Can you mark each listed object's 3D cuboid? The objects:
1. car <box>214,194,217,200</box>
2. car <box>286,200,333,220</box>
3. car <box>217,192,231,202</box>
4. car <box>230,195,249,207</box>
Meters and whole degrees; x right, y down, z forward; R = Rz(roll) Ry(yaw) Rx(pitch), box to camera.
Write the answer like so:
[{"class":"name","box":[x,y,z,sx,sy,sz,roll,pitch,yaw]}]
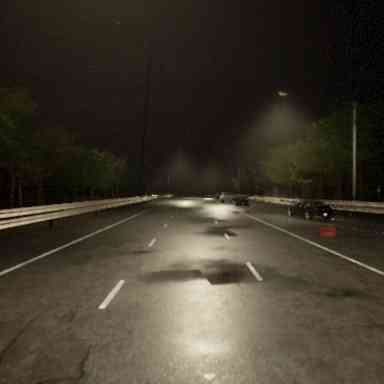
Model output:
[{"class":"car","box":[7.090,1.219,88.535,2.097,1.767,4.553,0,0,0]},{"class":"car","box":[9.661,1.450,27.736,1.837,1.490,4.892,0,0,-12]},{"class":"car","box":[7.029,1.084,68.563,2.150,2.045,5.566,0,0,0]},{"class":"car","box":[7.085,1.419,48.482,1.812,1.442,4.674,0,0,-1]}]
